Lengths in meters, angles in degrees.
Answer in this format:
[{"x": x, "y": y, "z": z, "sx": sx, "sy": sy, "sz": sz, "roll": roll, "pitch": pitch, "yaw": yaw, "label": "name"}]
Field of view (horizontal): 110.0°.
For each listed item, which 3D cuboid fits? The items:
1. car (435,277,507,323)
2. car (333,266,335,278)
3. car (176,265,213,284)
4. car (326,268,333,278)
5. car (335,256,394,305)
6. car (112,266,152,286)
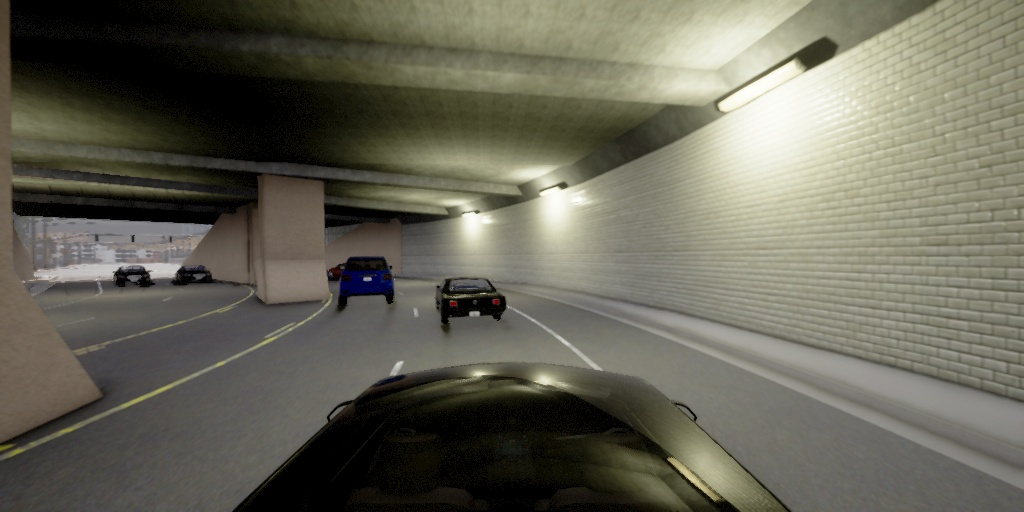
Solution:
[{"x": -1.619, "y": 1.364, "z": 12.322, "sx": 1.895, "sy": 1.301, "sz": 4.718, "roll": -1, "pitch": 0, "yaw": -15, "label": "car"}, {"x": -15.836, "y": 1.372, "z": 34.568, "sx": 5.008, "sy": 1.535, "sz": 1.882, "roll": -1, "pitch": 0, "yaw": 43, "label": "car"}, {"x": -26.693, "y": 1.490, "z": 30.080, "sx": 4.902, "sy": 1.511, "sz": 2.128, "roll": -1, "pitch": 0, "yaw": 41, "label": "car"}, {"x": -18.147, "y": 1.394, "z": 31.956, "sx": 5.008, "sy": 1.535, "sz": 1.882, "roll": -1, "pitch": 0, "yaw": 43, "label": "car"}, {"x": -6.855, "y": 1.034, "z": 16.901, "sx": 2.150, "sy": 2.045, "sz": 5.566, "roll": 0, "pitch": 0, "yaw": -23, "label": "car"}, {"x": -30.150, "y": 1.524, "z": 28.462, "sx": 4.902, "sy": 1.511, "sz": 2.128, "roll": -1, "pitch": 0, "yaw": 41, "label": "car"}]
